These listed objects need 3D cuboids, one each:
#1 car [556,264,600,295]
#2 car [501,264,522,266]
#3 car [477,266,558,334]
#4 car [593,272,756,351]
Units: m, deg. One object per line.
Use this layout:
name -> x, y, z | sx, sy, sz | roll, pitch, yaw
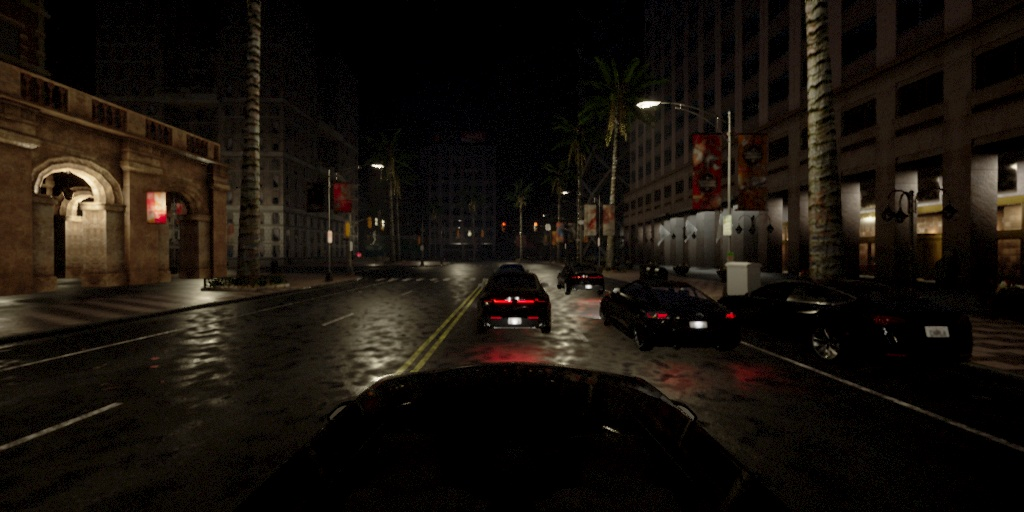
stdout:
car -> 3.493, 1.141, 18.824 | 1.837, 1.490, 4.892 | 0, 0, 0
car -> -0.011, 1.157, 19.405 | 1.812, 1.442, 4.674 | 0, 0, -2
car -> 0.039, 1.195, 10.459 | 1.837, 1.490, 4.892 | 0, 0, -1
car -> 3.554, 1.266, 8.838 | 1.994, 1.385, 4.181 | 0, 0, 0
